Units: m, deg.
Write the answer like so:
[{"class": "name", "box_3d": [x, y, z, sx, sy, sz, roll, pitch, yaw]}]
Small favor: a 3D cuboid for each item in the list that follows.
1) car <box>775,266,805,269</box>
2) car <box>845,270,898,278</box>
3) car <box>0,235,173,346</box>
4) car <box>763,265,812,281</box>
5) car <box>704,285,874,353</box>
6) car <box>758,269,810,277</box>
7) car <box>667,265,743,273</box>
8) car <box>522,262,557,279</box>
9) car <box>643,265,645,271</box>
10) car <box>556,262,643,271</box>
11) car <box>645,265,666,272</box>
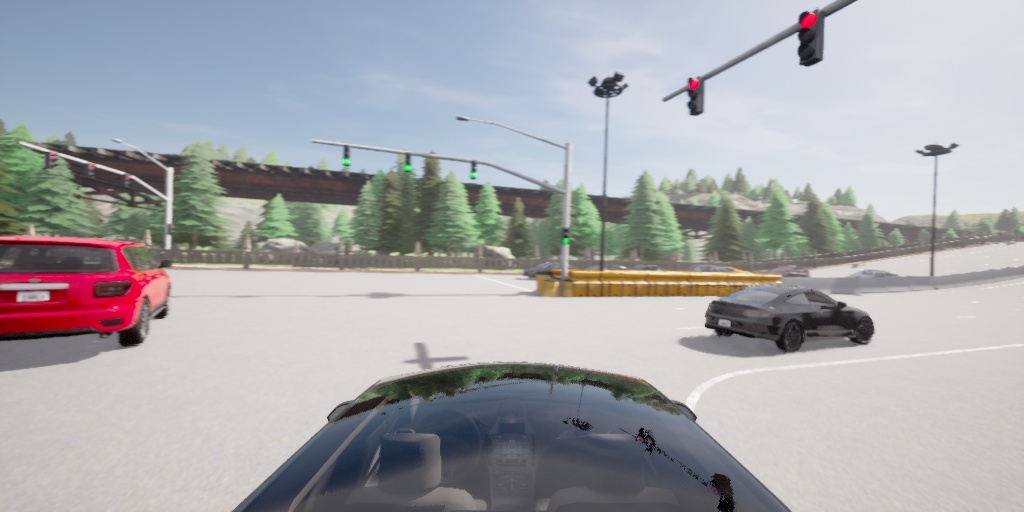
[{"class": "car", "box_3d": [25.771, 1.889, 34.194, 5.008, 1.535, 1.882, 0, 1, -19]}, {"class": "car", "box_3d": [32.929, 1.969, 32.904, 5.357, 1.411, 2.033, -1, 1, -18]}, {"class": "car", "box_3d": [-8.975, 0.646, 7.607, 2.150, 2.045, 5.566, 2, 0, -38]}, {"class": "car", "box_3d": [30.267, 1.833, 39.391, 4.892, 1.490, 1.837, -1, 1, -18]}, {"class": "car", "box_3d": [7.161, 1.489, 9.321, 4.674, 1.442, 1.812, 2, 0, -22]}, {"class": "car", "box_3d": [22.845, 2.003, 29.516, 4.718, 1.301, 1.895, 1, 0, -19]}, {"class": "car", "box_3d": [14.338, 1.492, 26.651, 4.553, 1.767, 2.097, 2, 0, -19]}, {"class": "car", "box_3d": [3.281, 1.244, 30.337, 4.902, 1.511, 2.128, 2, 0, -18]}, {"class": "car", "box_3d": [7.636, 1.434, 28.102, 4.674, 1.442, 1.812, 2, 0, -18]}, {"class": "car", "box_3d": [5.782, 1.339, 23.793, 5.008, 1.535, 1.882, 2, 0, -18]}, {"class": "car", "box_3d": [12.207, 1.548, 33.320, 4.892, 1.490, 1.837, 2, 0, -18]}]
